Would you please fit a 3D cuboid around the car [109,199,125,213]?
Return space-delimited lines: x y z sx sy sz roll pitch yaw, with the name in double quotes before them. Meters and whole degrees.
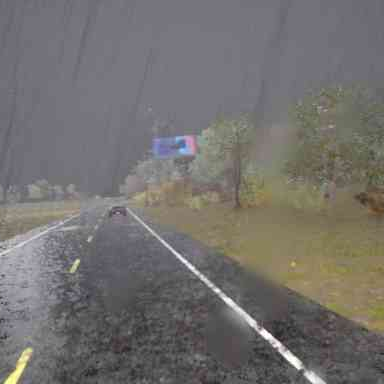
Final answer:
"car" -10.991 1.957 48.570 2.097 1.767 4.553 -4 0 -13

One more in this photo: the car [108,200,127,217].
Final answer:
"car" -8.329 1.964 37.314 1.837 1.490 4.892 -4 0 -13
